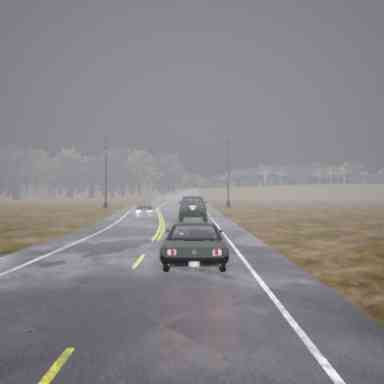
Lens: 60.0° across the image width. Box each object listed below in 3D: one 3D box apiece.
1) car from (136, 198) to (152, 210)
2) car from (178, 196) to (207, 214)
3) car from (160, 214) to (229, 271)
[{"bbox_3d":[-6.319,1.622,44.465,1.837,1.490,4.892,0,0,-5],"label":"car"},{"bbox_3d":[0.071,1.312,26.950,2.150,2.045,5.566,0,0,0],"label":"car"},{"bbox_3d":[0.074,1.639,11.054,1.895,1.301,4.718,0,0,0],"label":"car"}]
